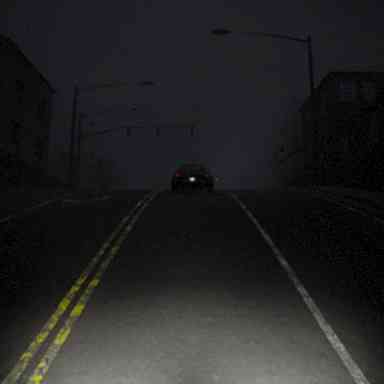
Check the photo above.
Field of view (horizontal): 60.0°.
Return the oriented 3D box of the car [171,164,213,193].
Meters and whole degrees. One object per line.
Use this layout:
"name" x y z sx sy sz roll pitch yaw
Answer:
"car" 0.026 -0.718 16.851 1.994 1.385 4.181 0 4 0
